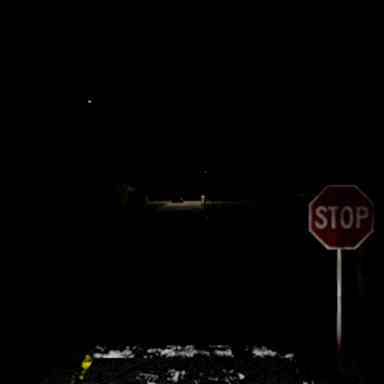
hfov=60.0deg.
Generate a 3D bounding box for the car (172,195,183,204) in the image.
[{"bbox_3d":[-2.897,1.417,67.201,2.097,1.767,4.553,0,0,0],"label":"car"}]
